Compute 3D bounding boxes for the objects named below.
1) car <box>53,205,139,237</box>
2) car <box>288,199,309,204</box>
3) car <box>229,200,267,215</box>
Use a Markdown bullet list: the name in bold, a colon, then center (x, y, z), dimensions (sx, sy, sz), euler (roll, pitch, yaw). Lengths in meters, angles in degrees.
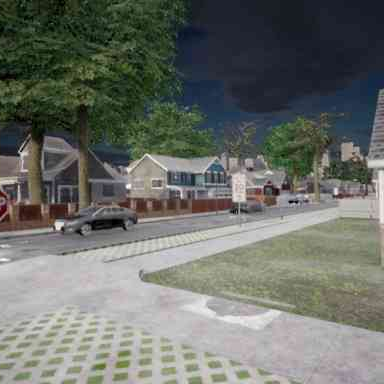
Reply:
- **car**: center (-5.088, 1.483, 18.141), dimensions (2.128, 1.511, 4.902), euler (-1, -1, 35)
- **car**: center (14.862, 1.178, 46.122), dimensions (1.895, 1.301, 4.718), euler (-1, -1, 35)
- **car**: center (5.700, 1.509, 33.350), dimensions (2.033, 1.411, 5.357), euler (-1, -1, 35)
